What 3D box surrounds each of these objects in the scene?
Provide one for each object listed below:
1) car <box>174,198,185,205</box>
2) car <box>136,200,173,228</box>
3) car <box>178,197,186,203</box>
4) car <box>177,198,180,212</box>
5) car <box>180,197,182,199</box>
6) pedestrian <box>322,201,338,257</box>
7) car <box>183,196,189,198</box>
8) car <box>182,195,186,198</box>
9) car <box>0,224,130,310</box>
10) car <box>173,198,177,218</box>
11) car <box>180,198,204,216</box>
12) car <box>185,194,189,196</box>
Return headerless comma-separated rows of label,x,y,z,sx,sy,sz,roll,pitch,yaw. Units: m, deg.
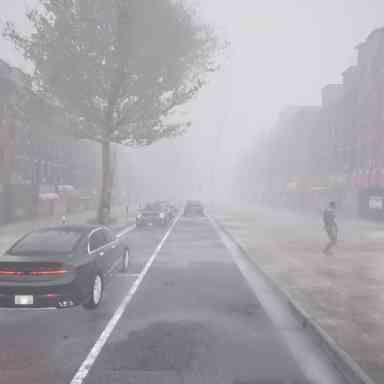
car,-2.505,1.897,66.868,2.008,1.369,4.403,-1,0,0
car,-2.599,1.494,22.601,1.967,1.590,4.097,-1,0,0
car,-2.468,1.978,83.474,1.802,1.307,4.206,-1,0,0
car,-2.565,1.748,39.194,1.802,1.307,4.206,-1,0,0
car,-2.554,1.761,44.728,2.008,1.369,4.403,-1,0,0
pedestrian,4.497,1.146,10.764,0.375,1.860,0.375,1,0,0
car,0.179,1.701,44.566,2.128,1.511,4.902,0,0,1
car,-2.531,1.729,55.798,1.967,1.590,4.097,-1,0,0
car,-2.732,1.511,7.840,1.837,1.490,4.892,0,0,0
car,-2.588,1.524,28.133,1.967,1.590,4.097,-1,0,0
car,0.170,1.614,33.724,2.128,1.511,4.902,0,-1,0
car,-2.445,1.966,94.541,1.887,1.381,4.507,-1,0,0
